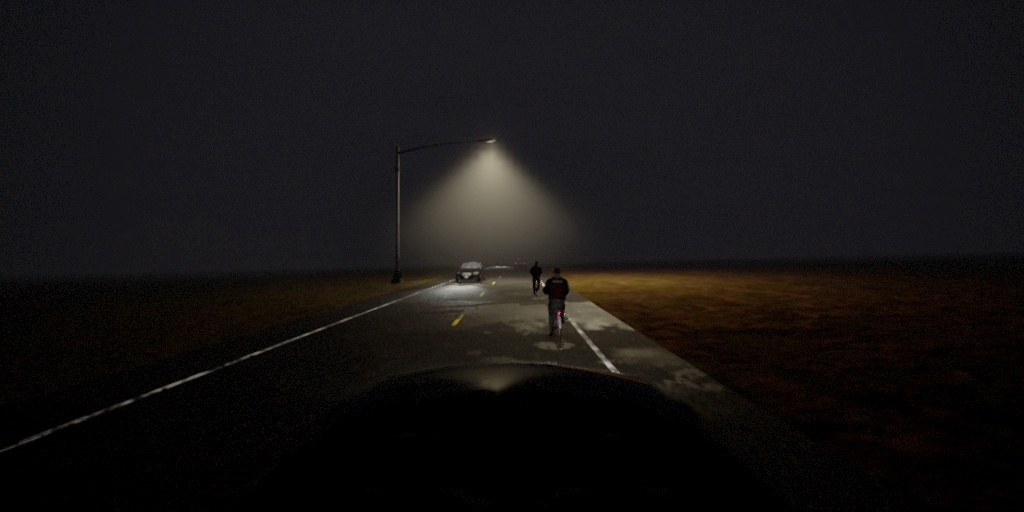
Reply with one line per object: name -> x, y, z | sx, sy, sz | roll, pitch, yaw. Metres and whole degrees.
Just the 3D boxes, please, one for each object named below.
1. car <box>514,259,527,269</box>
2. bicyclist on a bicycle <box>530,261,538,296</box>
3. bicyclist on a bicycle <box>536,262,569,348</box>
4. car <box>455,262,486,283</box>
car -> 1.323, 1.232, 56.491 | 2.033, 1.411, 5.357 | 0, 0, 1
bicyclist on a bicycle -> 1.160, 1.100, 17.318 | 0.659, 1.776, 1.843 | 0, 0, 1
bicyclist on a bicycle -> 1.016, 1.112, 8.348 | 0.659, 1.776, 1.843 | 0, 0, 1
car -> -3.133, 1.210, 27.707 | 2.128, 1.511, 4.902 | 0, 0, 2
